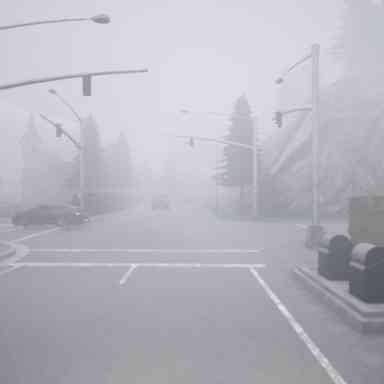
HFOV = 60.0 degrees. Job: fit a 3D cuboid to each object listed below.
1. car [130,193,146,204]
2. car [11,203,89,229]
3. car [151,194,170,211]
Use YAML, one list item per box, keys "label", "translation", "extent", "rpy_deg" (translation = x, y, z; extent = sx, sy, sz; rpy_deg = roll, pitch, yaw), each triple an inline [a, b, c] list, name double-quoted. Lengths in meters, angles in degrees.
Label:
- label: "car"
  translation: [-11.074, 1.243, 65.840]
  extent: [2.150, 2.045, 5.566]
  rpy_deg: [0, 0, -30]
- label: "car"
  translation: [-9.054, 1.511, 21.281]
  extent: [4.892, 1.490, 1.837]
  rpy_deg: [0, -3, 10]
- label: "car"
  translation: [-3.988, 1.232, 42.151]
  extent: [2.150, 2.045, 5.566]
  rpy_deg: [0, 0, -6]
